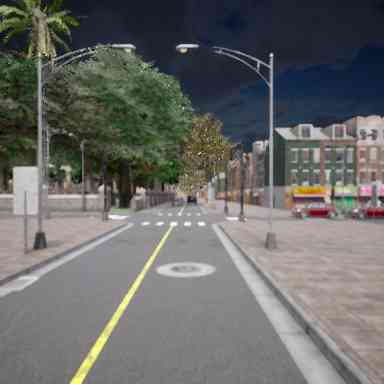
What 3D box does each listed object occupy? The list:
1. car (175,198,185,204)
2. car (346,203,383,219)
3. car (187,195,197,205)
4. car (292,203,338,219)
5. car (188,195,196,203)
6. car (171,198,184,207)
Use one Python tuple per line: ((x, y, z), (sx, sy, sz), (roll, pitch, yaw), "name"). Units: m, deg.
((-2.759, 1.994, 76.407), (2.033, 1.411, 5.357), (0, 0, 0), "car")
((17.264, 1.800, 32.341), (4.097, 1.590, 1.967), (1, 0, 0), "car")
((-0.009, 1.699, 73.400), (2.150, 2.045, 5.566), (0, 0, 0), "car")
((11.830, 1.738, 32.341), (4.097, 1.590, 1.967), (1, 0, 0), "car")
((-0.010, 1.666, 83.822), (2.150, 2.045, 5.566), (0, -1, 0), "car")
((-2.796, 1.864, 60.981), (2.128, 1.511, 4.902), (0, 0, 1), "car")
